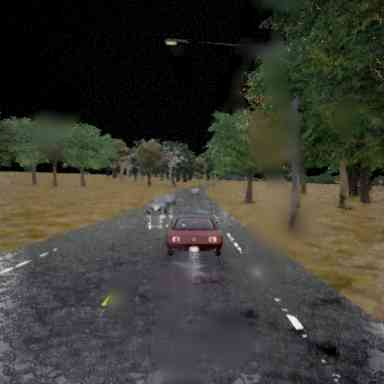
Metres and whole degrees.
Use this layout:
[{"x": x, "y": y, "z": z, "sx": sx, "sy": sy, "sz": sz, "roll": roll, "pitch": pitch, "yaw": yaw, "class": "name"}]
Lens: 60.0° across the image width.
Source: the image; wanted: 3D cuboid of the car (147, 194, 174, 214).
[{"x": -3.237, "y": 1.242, "z": 32.609, "sx": 2.128, "sy": 1.511, "sz": 4.902, "roll": 0, "pitch": 1, "yaw": 1, "class": "car"}]

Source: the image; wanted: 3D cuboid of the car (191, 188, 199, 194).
[{"x": 0.735, "y": -0.275, "z": 87.594, "sx": 2.128, "sy": 1.511, "sz": 4.902, "roll": 0, "pitch": 2, "yaw": 0, "class": "car"}]

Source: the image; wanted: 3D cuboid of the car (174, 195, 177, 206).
[{"x": -3.129, "y": 1.048, "z": 45.396, "sx": 2.128, "sy": 1.511, "sz": 4.902, "roll": 0, "pitch": 1, "yaw": 1, "class": "car"}]

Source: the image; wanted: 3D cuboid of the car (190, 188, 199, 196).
[{"x": 0.645, "y": 0.235, "z": 77.187, "sx": 2.128, "sy": 1.511, "sz": 4.902, "roll": 0, "pitch": 2, "yaw": 0, "class": "car"}]

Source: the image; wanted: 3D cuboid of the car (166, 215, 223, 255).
[{"x": 0.096, "y": 1.562, "z": 13.068, "sx": 1.895, "sy": 1.301, "sz": 4.718, "roll": 0, "pitch": 0, "yaw": 0, "class": "car"}]
